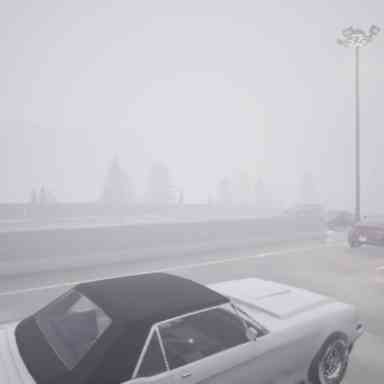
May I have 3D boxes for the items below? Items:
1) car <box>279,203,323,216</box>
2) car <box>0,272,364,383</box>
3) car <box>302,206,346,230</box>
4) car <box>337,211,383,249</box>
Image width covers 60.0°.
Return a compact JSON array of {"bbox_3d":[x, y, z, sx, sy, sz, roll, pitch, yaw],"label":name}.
[{"bbox_3d":[11.253,2.089,33.512,5.566,2.045,2.150,5,-3,-36],"label":"car"},{"bbox_3d":[-0.138,1.613,3.647,4.718,1.301,1.895,0,0,-36],"label":"car"},{"bbox_3d":[10.425,1.993,24.324,4.674,1.442,1.812,4,-2,-35],"label":"car"},{"bbox_3d":[8.395,1.674,14.034,4.674,1.442,1.812,2,-1,-35],"label":"car"}]
